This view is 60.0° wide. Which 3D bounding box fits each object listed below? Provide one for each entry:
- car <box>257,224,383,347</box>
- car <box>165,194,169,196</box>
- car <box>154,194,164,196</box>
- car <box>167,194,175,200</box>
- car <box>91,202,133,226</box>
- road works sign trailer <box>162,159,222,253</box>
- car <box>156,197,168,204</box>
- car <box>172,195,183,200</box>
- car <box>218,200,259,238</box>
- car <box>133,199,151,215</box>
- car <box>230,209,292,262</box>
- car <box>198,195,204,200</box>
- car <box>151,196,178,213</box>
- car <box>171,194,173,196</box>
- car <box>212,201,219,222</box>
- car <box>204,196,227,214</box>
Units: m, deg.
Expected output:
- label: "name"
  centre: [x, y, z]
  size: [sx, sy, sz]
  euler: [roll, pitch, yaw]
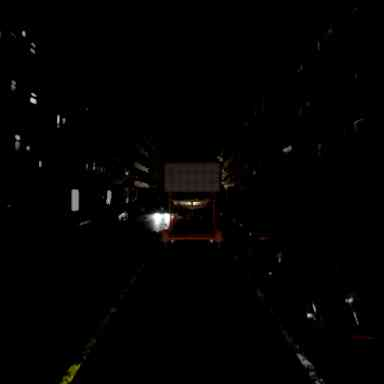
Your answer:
- label: "car"
  centre: [2.693, 1.565, 6.333]
  size: [1.947, 1.339, 4.313]
  euler: [0, 0, 0]
- label: "car"
  centre: [-5.670, 1.292, 57.067]
  size: [2.192, 1.841, 5.009]
  euler: [0, 0, 0]
- label: "car"
  centre: [-5.672, 1.421, 51.431]
  size: [1.967, 1.590, 4.097]
  euler: [0, 0, 0]
- label: "car"
  centre: [-5.660, 1.394, 90.885]
  size: [1.967, 1.590, 4.097]
  euler: [0, 0, 0]
- label: "car"
  centre: [-5.682, 1.561, 23.247]
  size: [1.947, 1.339, 4.313]
  euler: [0, 0, 0]
- label: "road works sign trailer"
  centre: [0.005, 0.462, 13.739]
  size: [2.380, 3.560, 2.880]
  euler: [0, 0, 0]
- label: "car"
  centre: [-5.669, 1.556, 62.704]
  size: [1.802, 1.307, 4.206]
  euler: [0, 0, 0]
- label: "car"
  centre: [-2.975, 1.402, 77.929]
  size: [1.812, 1.442, 4.674]
  euler: [0, 0, 0]
- label: "car"
  centre: [2.698, 1.437, 17.606]
  size: [1.967, 1.590, 4.097]
  euler: [0, 0, 0]
- label: "car"
  centre: [-5.678, 1.515, 34.351]
  size: [1.752, 1.417, 4.829]
  euler: [0, 0, 0]
- label: "car"
  centre: [2.696, 1.543, 11.969]
  size: [1.887, 1.381, 4.507]
  euler: [0, 0, 0]
- label: "car"
  centre: [2.719, 1.484, 85.413]
  size: [1.752, 1.417, 4.829]
  euler: [0, 0, 0]
- label: "car"
  centre: [-3.082, 1.481, 36.936]
  size: [2.128, 1.511, 4.902]
  euler: [0, 0, 0]
- label: "car"
  centre: [-5.660, 1.273, 85.249]
  size: [2.192, 1.841, 5.009]
  euler: [0, 0, 0]
- label: "car"
  centre: [2.700, 1.546, 23.242]
  size: [2.008, 1.369, 4.403]
  euler: [0, 0, 0]
- label: "car"
  centre: [2.704, 1.305, 34.515]
  size: [2.192, 1.841, 5.009]
  euler: [0, 0, 0]
